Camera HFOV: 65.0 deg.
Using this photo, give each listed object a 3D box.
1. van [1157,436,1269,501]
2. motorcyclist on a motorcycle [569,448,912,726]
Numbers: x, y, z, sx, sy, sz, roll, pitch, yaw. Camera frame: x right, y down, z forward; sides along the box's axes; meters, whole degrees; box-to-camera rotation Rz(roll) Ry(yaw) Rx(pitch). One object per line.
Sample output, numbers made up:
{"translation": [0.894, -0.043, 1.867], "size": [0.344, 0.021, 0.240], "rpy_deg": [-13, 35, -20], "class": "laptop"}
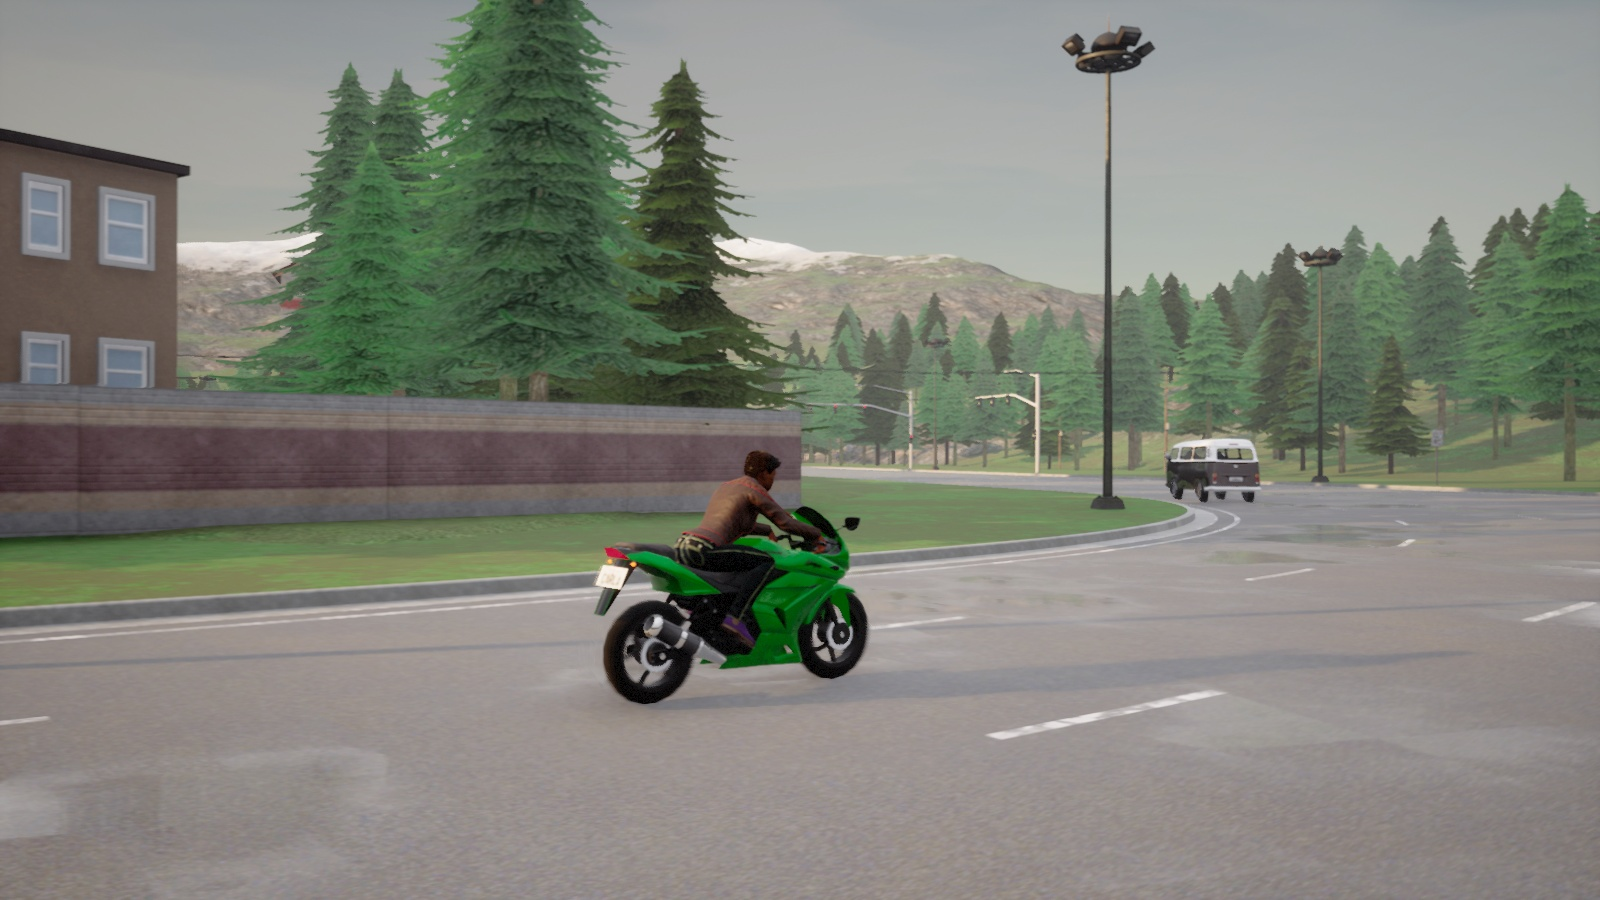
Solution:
{"translation": [13.560, 0.594, 41.545], "size": [2.069, 2.038, 4.480], "rpy_deg": [0, 0, -2], "class": "van"}
{"translation": [-0.328, 0.757, 7.833], "size": [2.044, 1.523, 0.797], "rpy_deg": [0, -1, -38], "class": "motorcyclist on a motorcycle"}
